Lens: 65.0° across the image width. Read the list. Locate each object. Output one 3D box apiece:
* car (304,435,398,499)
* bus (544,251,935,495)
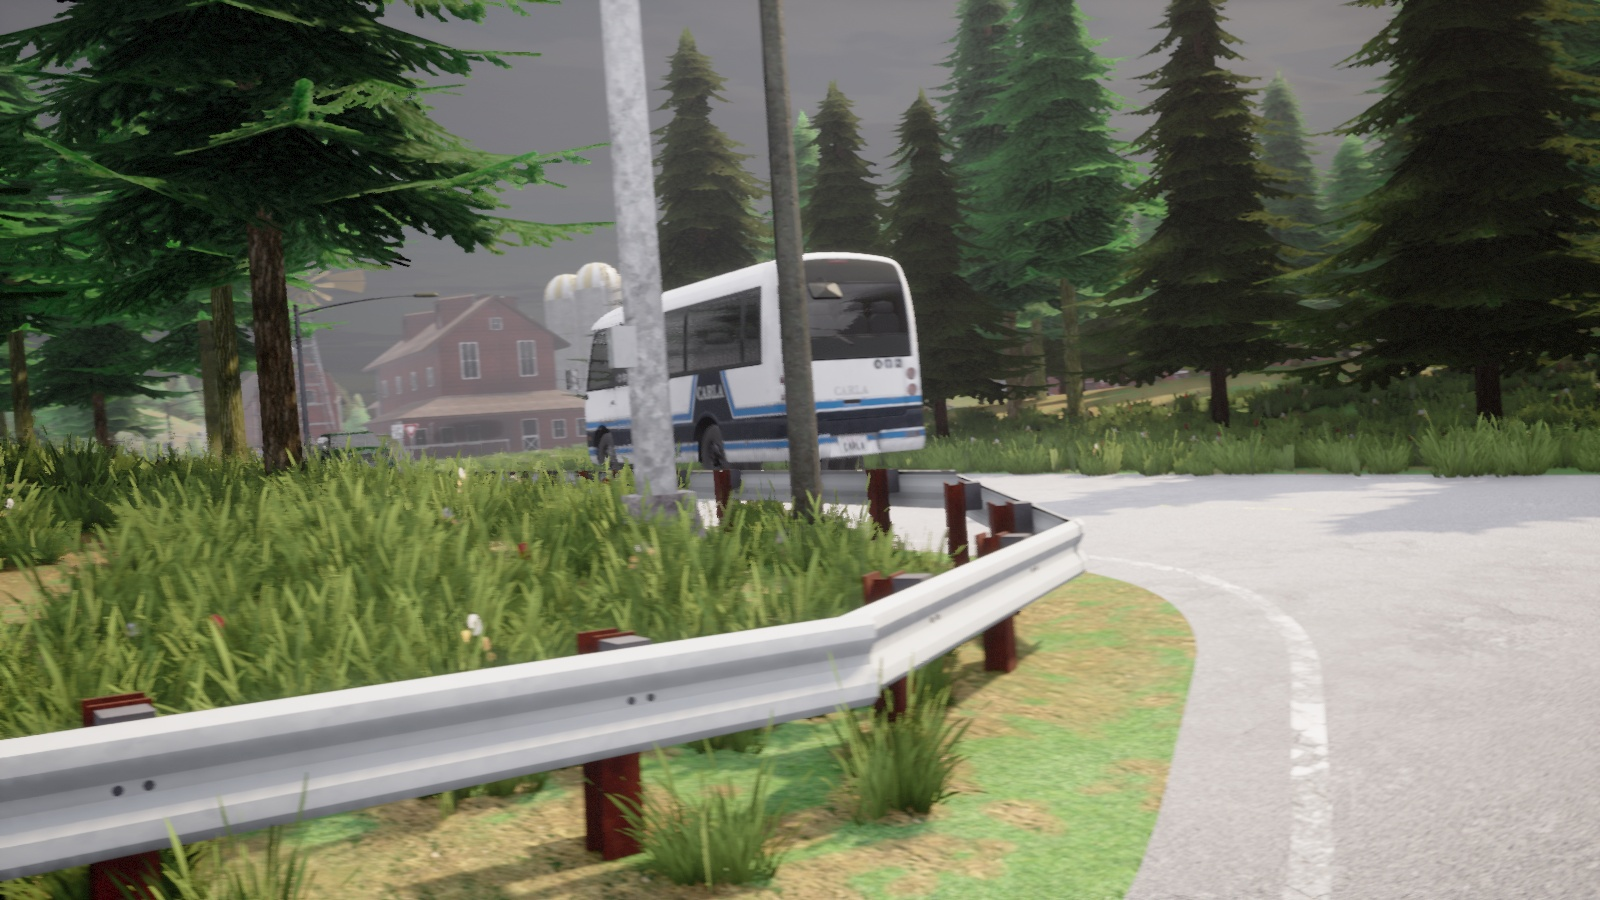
[{"bbox_3d":[-16.713,0.662,46.593,2.150,2.045,5.566,-6,2,-30],"label":"car"},{"bbox_3d":[-1.859,-1.375,27.505,3.944,4.253,10.273,-6,2,-30],"label":"bus"}]
